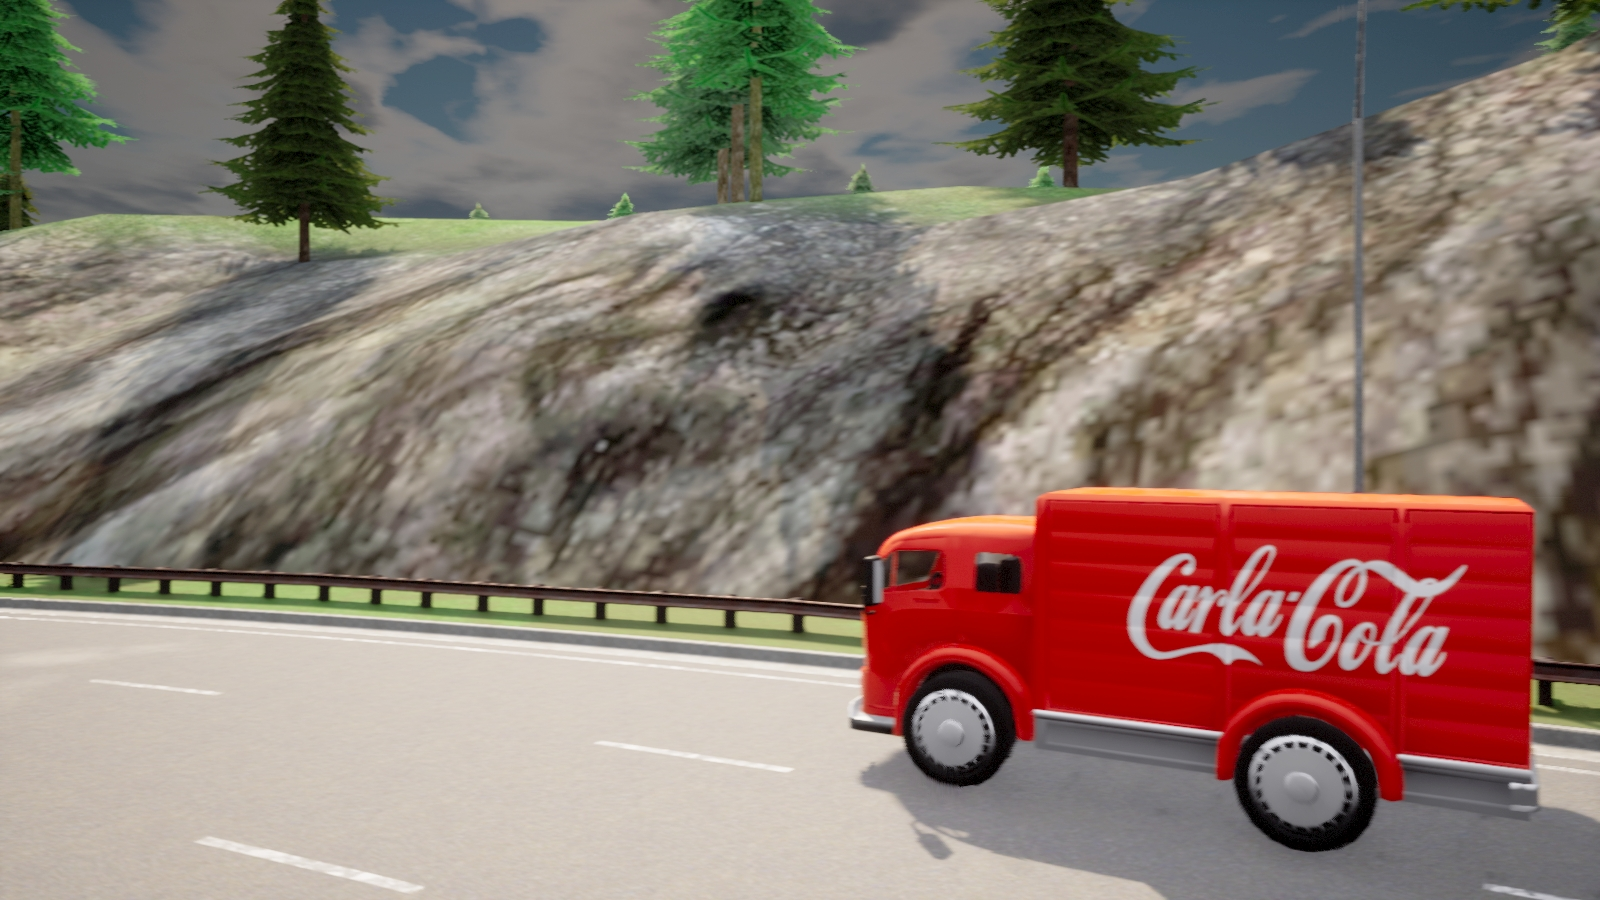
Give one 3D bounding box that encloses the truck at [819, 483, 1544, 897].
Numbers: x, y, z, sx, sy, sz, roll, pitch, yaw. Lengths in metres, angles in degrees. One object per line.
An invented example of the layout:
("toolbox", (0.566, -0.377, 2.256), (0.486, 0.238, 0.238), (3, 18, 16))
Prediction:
("truck", (3.073, 1.566, 9.586), (5.204, 2.467, 2.627), (0, -1, 31))
